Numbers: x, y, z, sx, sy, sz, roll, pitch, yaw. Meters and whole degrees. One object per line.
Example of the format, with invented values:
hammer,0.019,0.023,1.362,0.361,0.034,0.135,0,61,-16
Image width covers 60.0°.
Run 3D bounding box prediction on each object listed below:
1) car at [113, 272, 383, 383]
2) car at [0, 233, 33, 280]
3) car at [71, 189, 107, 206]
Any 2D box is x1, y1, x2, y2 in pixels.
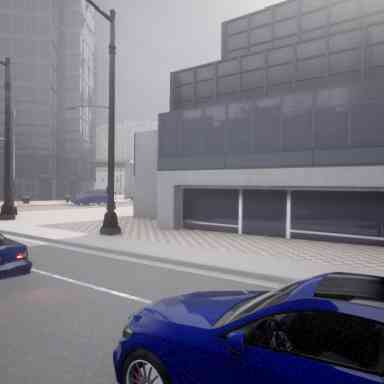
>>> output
car,1.322,1.517,3.045,4.674,1.442,1.812,0,0,36
car,-6.221,1.441,8.507,5.357,1.411,2.033,1,1,36
car,-12.303,0.652,41.503,2.150,2.045,5.566,1,1,36
